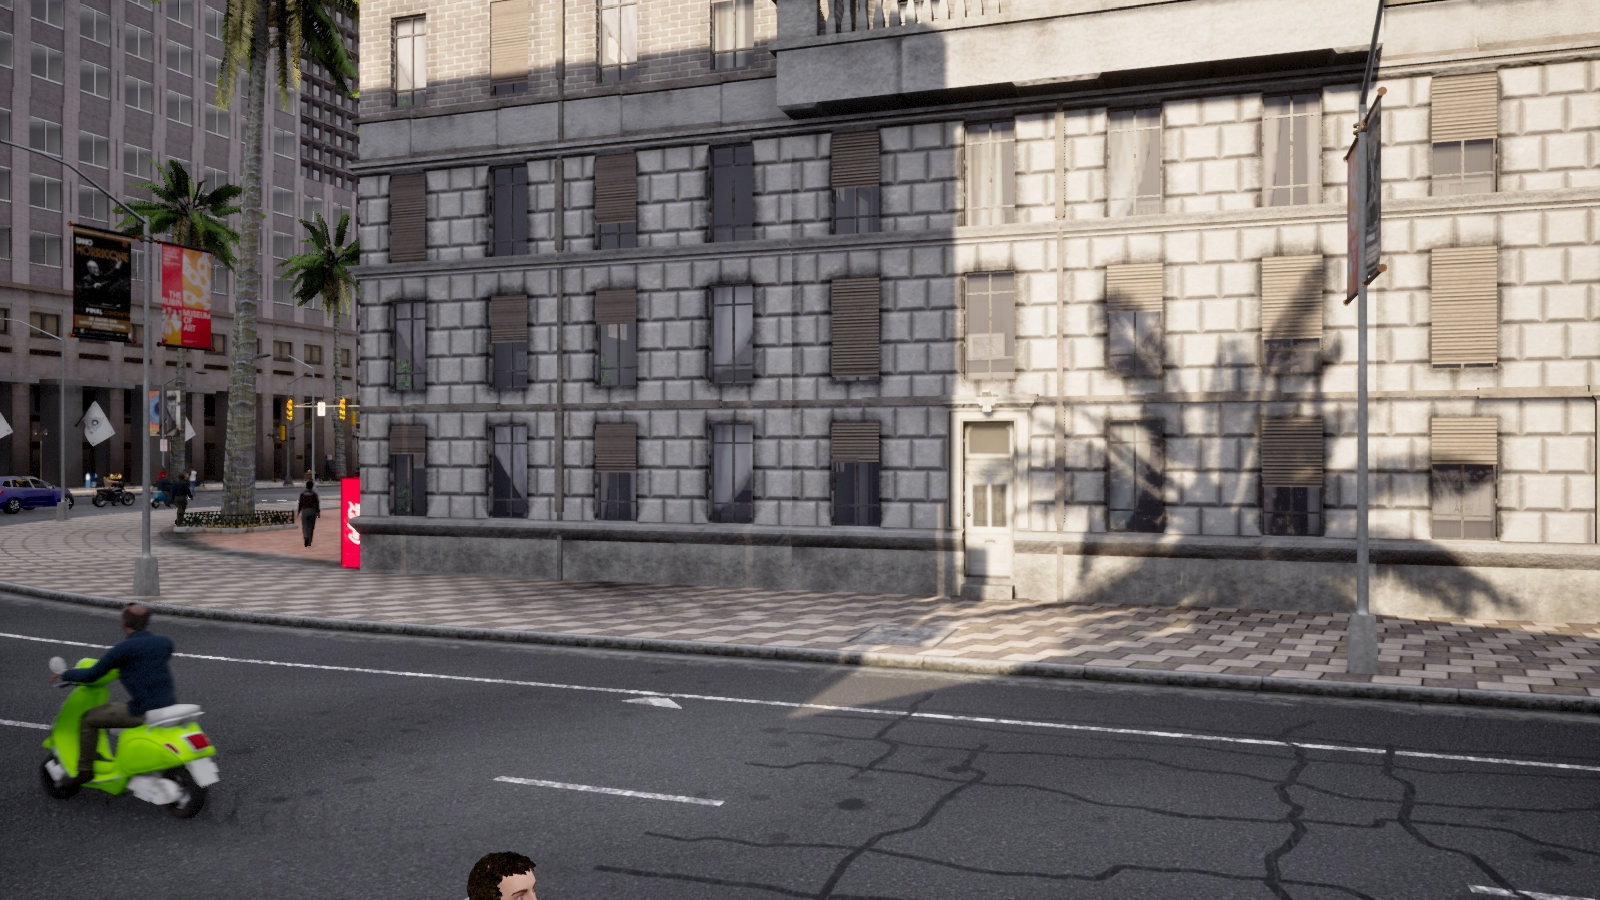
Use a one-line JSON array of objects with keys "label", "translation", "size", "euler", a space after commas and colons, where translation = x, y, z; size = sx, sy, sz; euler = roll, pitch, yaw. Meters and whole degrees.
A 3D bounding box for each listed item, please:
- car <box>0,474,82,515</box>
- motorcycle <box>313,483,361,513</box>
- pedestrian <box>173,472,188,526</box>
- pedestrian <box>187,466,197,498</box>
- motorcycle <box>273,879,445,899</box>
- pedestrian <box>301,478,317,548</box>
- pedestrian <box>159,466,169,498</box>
[{"label": "car", "translation": [-35.215, 1.968, 51.598], "size": [2.242, 1.667, 4.611], "euler": [0, 0, 9]}, {"label": "motorcycle", "translation": [-21.134, 2.170, 52.239], "size": [0.764, 1.277, 2.356], "euler": [0, 0, 16]}, {"label": "pedestrian", "translation": [-21.576, 1.696, 39.799], "size": [0.375, 1.860, 0.375], "euler": [0, 0, -8]}, {"label": "pedestrian", "translation": [-35.581, 1.849, 66.899], "size": [0.375, 1.860, 0.375], "euler": [0, 0, 23]}, {"label": "motorcycle", "translation": [-1.030, 2.213, 3.640], "size": [2.033, 1.145, 0.803], "euler": [0, 0, 20]}, {"label": "pedestrian", "translation": [-13.215, 1.696, 30.727], "size": [0.375, 1.860, 0.375], "euler": [0, 0, -20]}, {"label": "pedestrian", "translation": [-37.293, 1.849, 67.036], "size": [0.375, 1.860, 0.375], "euler": [0, 0, 30]}]
